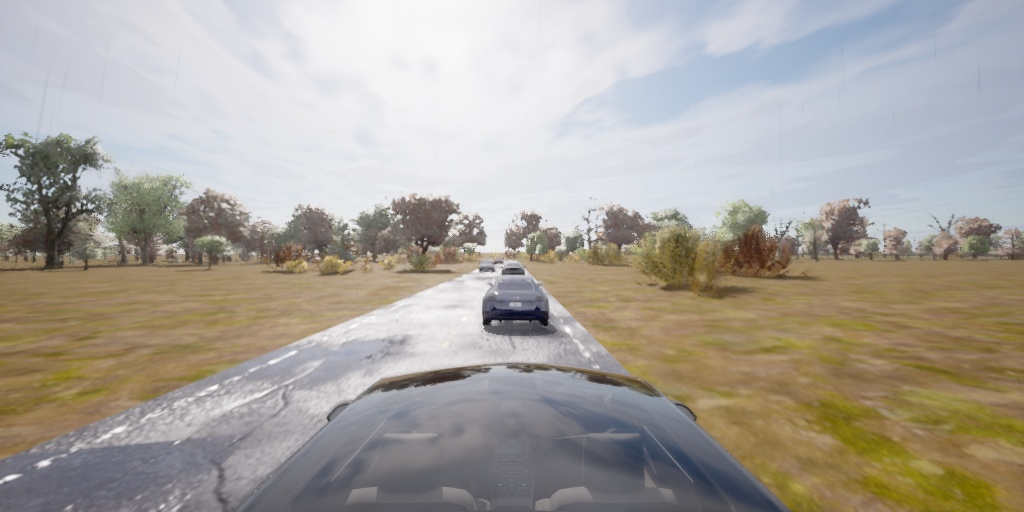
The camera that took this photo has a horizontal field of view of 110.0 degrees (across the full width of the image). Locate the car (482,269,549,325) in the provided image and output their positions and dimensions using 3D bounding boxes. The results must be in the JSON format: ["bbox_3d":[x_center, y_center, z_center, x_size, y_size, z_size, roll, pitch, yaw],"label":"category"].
[{"bbox_3d":[0.099,1.309,11.885,1.994,1.385,4.181,0,0,0],"label":"car"}]

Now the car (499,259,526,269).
[{"bbox_3d":[0.097,1.240,29.538,1.837,1.490,4.892,0,0,0],"label":"car"}]

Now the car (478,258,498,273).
[{"bbox_3d":[-3.086,1.245,44.199,1.812,1.442,4.674,0,0,0],"label":"car"}]
